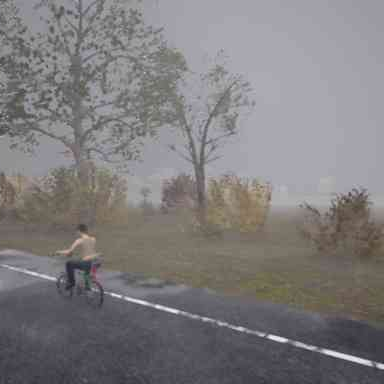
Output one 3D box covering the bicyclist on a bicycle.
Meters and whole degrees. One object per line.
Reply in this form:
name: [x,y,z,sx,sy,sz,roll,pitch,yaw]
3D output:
bicyclist on a bicycle: [-2.250,1.428,6.627,1.509,1.612,0.866,0,0,36]
